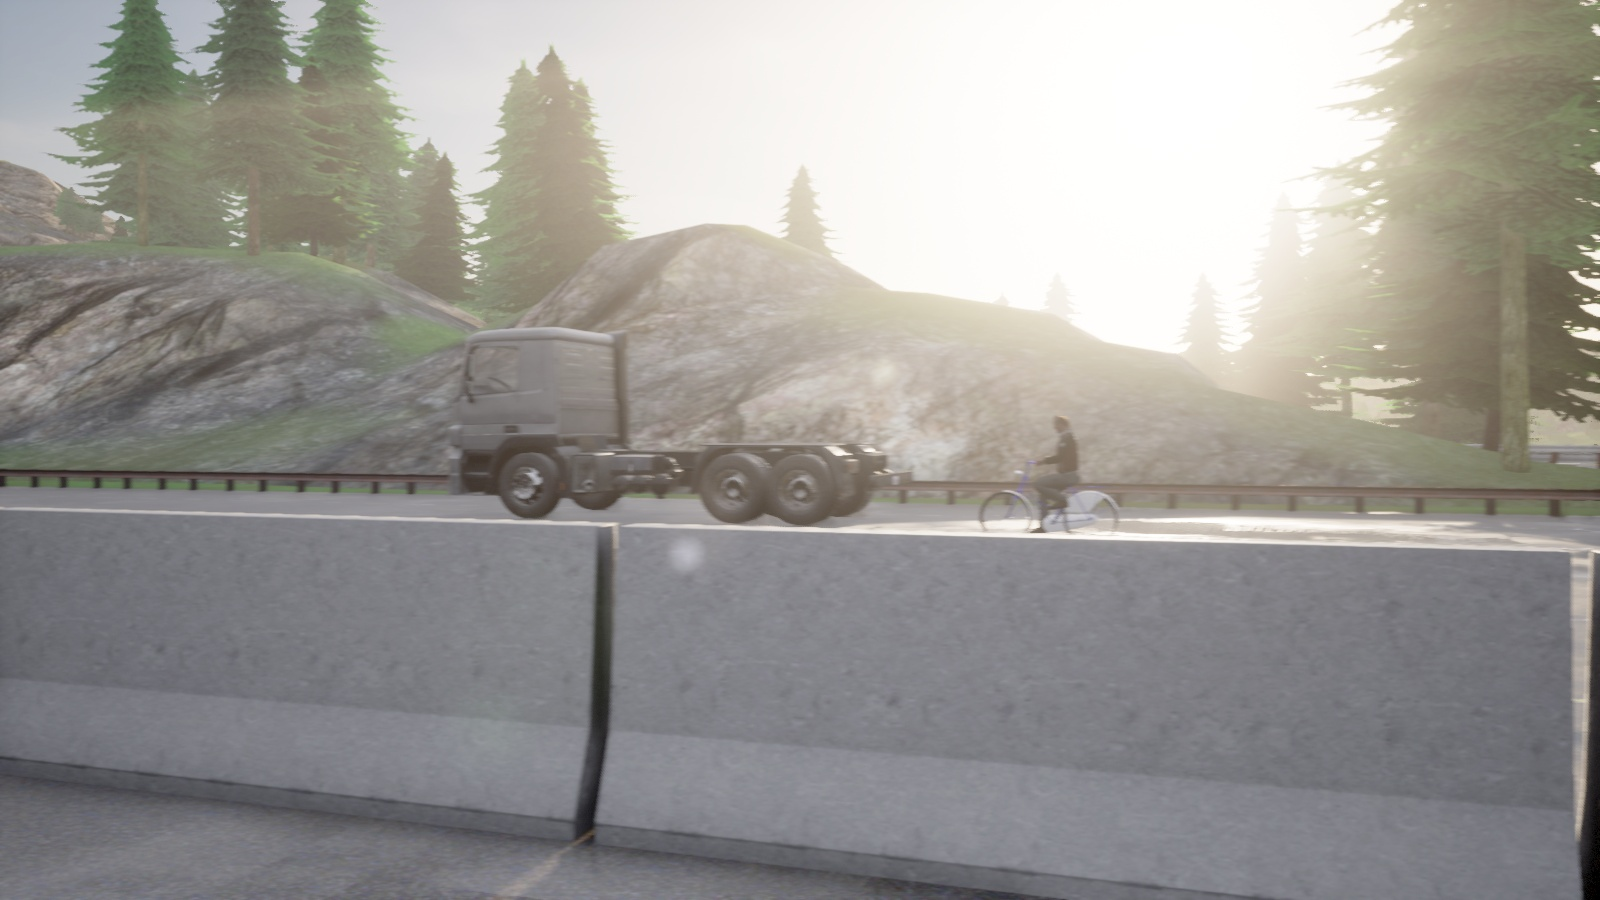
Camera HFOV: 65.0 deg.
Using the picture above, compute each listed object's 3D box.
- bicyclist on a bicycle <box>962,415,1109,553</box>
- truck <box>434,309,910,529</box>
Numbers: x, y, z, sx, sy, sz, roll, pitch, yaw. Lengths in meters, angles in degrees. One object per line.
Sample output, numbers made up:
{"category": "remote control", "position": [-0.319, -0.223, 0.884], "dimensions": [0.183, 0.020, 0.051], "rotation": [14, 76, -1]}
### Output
{"category": "bicyclist on a bicycle", "position": [3.165, 0.429, 16.896], "dimensions": [1.843, 1.776, 0.659], "rotation": [1, 1, 19]}
{"category": "truck", "position": [-2.272, -0.555, 22.405], "dimensions": [7.936, 3.462, 2.891], "rotation": [1, 1, 19]}
